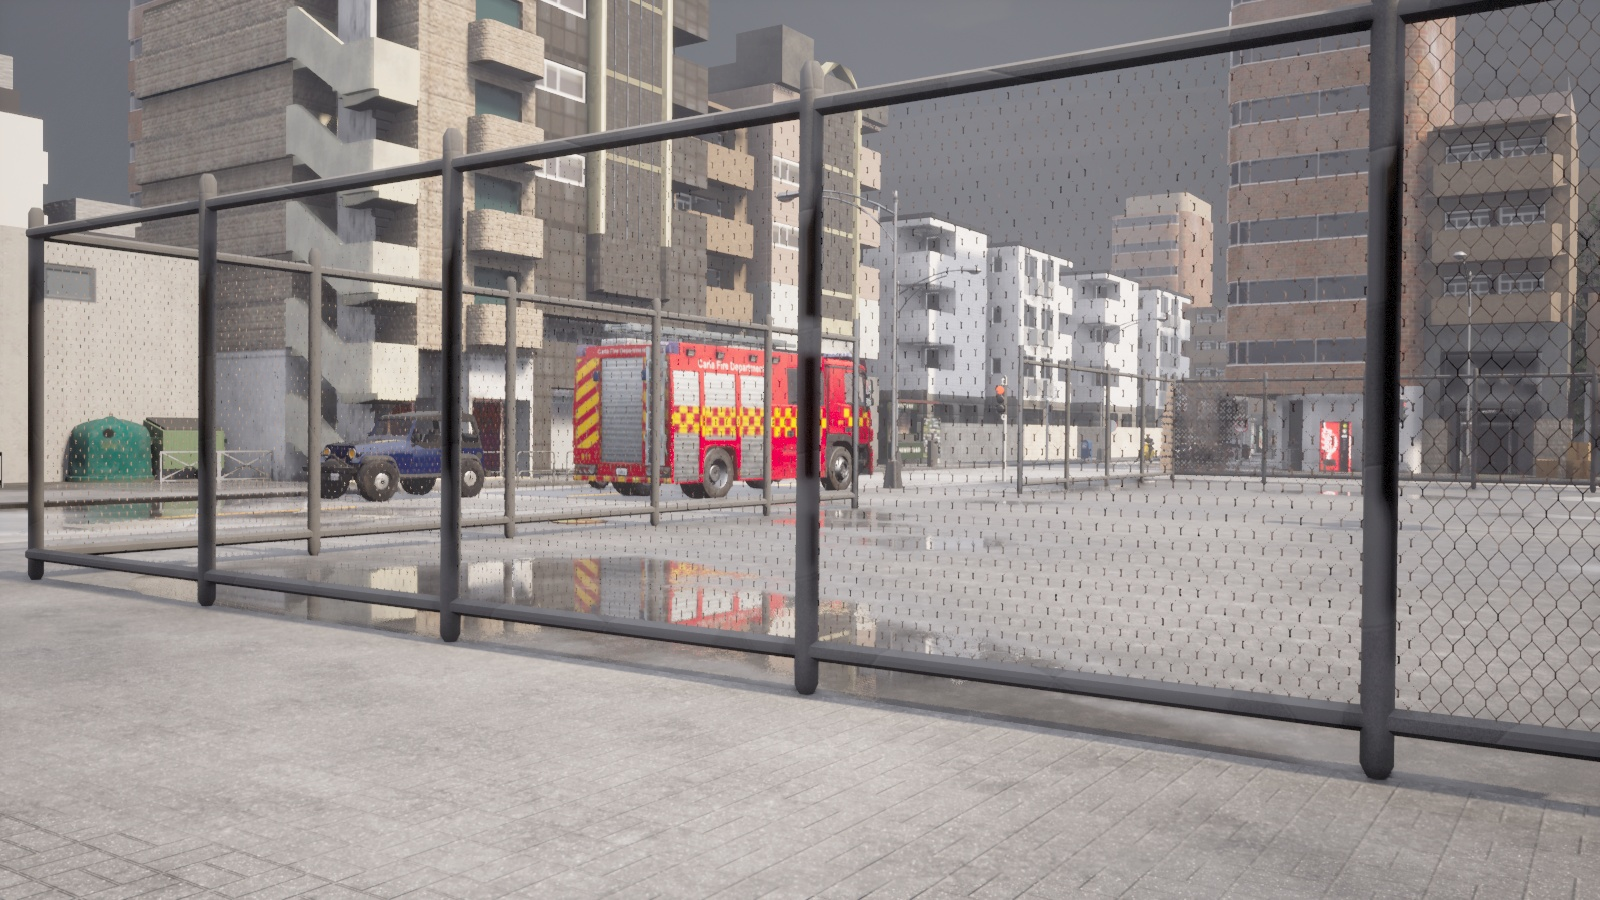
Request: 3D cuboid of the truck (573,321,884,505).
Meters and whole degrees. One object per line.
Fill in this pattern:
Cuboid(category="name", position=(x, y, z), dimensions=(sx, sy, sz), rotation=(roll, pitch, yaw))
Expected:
Cuboid(category="truck", position=(-1.391, -0.836, 30.368), dimensions=(2.891, 3.827, 8.468), rotation=(0, 1, 34))

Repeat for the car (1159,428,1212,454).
Cuboid(category="car", position=(22.694, -0.517, 73.863), dimensions=(1.970, 1.475, 3.806), rotation=(0, 1, 33))

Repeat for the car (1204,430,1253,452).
Cuboid(category="car", position=(27.934, -0.574, 81.739), dimensions=(1.994, 1.385, 4.181), rotation=(0, 1, 34))

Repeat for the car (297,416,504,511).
Cuboid(category="car", position=(-8.477, 0.236, 26.907), dimensions=(1.905, 1.878, 3.866), rotation=(0, 1, 34))
